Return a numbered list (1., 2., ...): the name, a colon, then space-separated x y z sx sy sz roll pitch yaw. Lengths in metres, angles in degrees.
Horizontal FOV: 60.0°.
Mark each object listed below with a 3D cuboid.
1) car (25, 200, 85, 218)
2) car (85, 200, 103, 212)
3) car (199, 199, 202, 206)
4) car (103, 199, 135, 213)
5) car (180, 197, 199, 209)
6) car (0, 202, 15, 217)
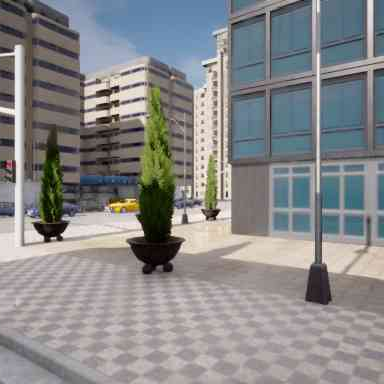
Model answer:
1. car: -12.535 1.581 30.244 1.812 1.442 4.674 0 0 35
2. car: -11.859 1.619 37.292 1.994 1.385 4.181 0 0 35
3. car: -0.087 1.581 53.851 1.812 1.442 4.674 0 0 36
4. car: -7.216 1.533 37.795 1.882 1.535 5.008 0 0 35
5. car: -1.442 1.581 45.927 1.812 1.442 4.674 0 0 35
6. car: -17.191 1.603 29.760 2.033 1.411 5.357 0 0 35
